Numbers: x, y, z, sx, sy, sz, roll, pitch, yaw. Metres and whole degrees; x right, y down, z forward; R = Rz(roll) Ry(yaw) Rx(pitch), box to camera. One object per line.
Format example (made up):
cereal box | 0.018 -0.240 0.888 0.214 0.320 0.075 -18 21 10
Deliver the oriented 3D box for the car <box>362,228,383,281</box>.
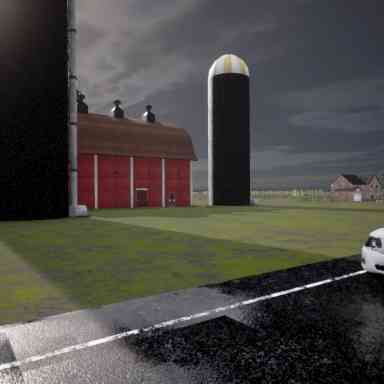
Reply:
car | 6.770 1.222 8.729 5.566 2.045 2.150 0 0 -35
